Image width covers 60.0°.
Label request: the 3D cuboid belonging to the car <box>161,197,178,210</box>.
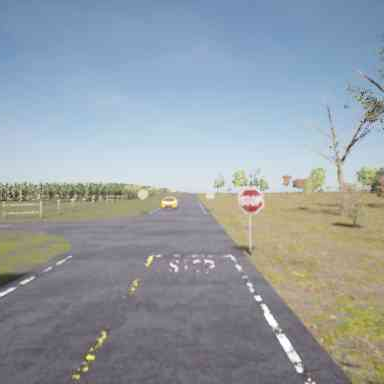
[{"bbox_3d":[-2.745,1.364,41.421,1.882,1.535,5.008,0,2,0],"label":"car"}]
